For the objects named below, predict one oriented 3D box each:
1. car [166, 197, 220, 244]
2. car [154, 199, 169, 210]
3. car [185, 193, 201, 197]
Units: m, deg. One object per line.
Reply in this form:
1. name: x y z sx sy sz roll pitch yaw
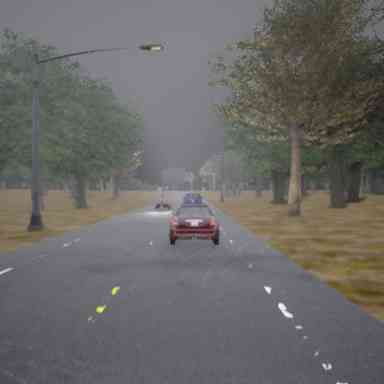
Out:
1. car: 0.102 1.309 15.647 2.097 1.767 4.553 0 0 0
2. car: -3.494 1.497 40.791 1.895 1.301 4.718 0 0 0
3. car: 0.105 1.104 37.820 2.150 2.045 5.566 0 0 0
